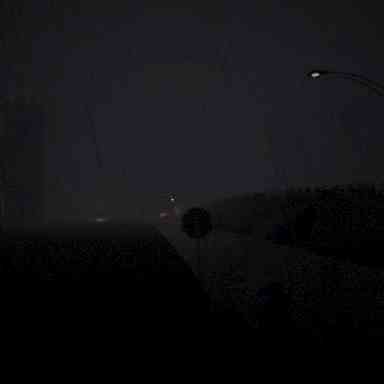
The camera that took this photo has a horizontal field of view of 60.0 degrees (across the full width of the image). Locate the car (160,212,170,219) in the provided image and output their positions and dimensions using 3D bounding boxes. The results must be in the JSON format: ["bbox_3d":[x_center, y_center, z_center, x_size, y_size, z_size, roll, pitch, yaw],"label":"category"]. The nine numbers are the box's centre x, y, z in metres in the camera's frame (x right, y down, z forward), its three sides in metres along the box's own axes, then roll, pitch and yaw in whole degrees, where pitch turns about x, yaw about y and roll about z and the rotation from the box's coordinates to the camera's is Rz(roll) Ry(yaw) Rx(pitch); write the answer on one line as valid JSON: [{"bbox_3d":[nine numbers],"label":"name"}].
[{"bbox_3d":[-7.070,6.656,90.492,1.895,1.301,4.718,-2,-3,-9],"label":"car"}]
